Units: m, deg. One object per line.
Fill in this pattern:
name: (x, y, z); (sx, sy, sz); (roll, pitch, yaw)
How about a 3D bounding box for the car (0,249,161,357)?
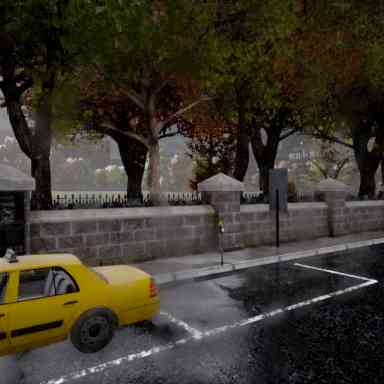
car: (-2.782, 1.525, 4.574); (4.829, 1.417, 1.752); (0, 0, -35)
